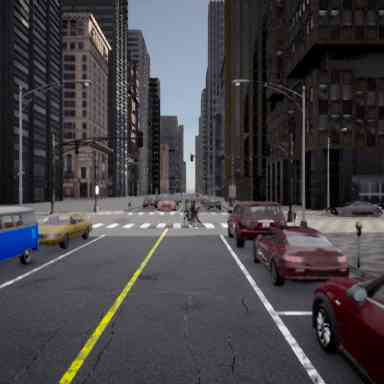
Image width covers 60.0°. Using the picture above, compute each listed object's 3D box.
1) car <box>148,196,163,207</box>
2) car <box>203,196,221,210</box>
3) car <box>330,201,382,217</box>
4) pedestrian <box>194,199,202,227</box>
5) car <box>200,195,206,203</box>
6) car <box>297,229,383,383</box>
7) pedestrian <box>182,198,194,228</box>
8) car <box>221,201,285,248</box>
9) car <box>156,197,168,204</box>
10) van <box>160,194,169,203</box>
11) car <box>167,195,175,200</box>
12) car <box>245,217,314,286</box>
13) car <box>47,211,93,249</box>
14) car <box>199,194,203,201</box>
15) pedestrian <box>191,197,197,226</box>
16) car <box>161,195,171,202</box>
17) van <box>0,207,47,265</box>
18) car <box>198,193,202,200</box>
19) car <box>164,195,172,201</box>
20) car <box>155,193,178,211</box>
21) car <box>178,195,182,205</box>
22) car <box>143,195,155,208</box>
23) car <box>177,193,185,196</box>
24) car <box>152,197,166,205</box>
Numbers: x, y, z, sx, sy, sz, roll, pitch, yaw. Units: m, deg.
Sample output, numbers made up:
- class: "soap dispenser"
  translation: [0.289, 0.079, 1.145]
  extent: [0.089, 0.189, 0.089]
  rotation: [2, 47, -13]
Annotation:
- class: "car"
  translation: [-5.771, 1.434, 53.029]
  extent: [1.967, 1.590, 4.097]
  rotation: [0, 0, 0]
- class: "car"
  translation: [2.756, 1.544, 41.757]
  extent: [2.008, 1.369, 4.403]
  rotation: [0, 0, 0]
- class: "car"
  translation: [14.732, 1.517, 29.944]
  extent: [4.181, 1.385, 1.994]
  rotation: [0, 0, 0]
- class: "pedestrian"
  translation: [0.290, 1.289, 21.028]
  extent: [0.375, 1.860, 0.375]
  rotation: [0, 0, 0]
- class: "car"
  translation: [2.755, 1.545, 53.038]
  extent: [2.008, 1.369, 4.403]
  rotation: [0, 0, 0]
- class: "car"
  translation: [2.760, 1.439, 3.428]
  extent: [1.967, 1.590, 4.097]
  rotation: [0, 0, 0]
- class: "pedestrian"
  translation: [-0.248, 1.289, 20.429]
  extent: [0.375, 1.860, 0.375]
  rotation: [0, 0, 0]
- class: "car"
  translation: [2.758, 1.311, 14.783]
  extent: [2.192, 1.841, 5.009]
  rotation: [0, 0, 0]
- class: "car"
  translation: [-5.771, 1.578, 64.309]
  extent: [1.802, 1.307, 4.206]
  rotation: [0, 0, 0]
- class: "van"
  translation: [-5.773, 1.338, 69.950]
  extent: [1.690, 1.788, 3.998]
  rotation: [0, 0, 0]
- class: "car"
  translation: [-5.774, 1.575, 92.513]
  extent: [1.947, 1.339, 4.313]
  rotation: [0, 0, 0]
- class: "car"
  translation: [2.759, 1.579, 9.106]
  extent: [1.802, 1.307, 4.206]
  rotation: [0, 0, 0]
- class: "car"
  translation: [-5.766, 1.521, 14.603]
  extent: [1.752, 1.417, 4.829]
  rotation: [0, 0, 0]
- class: "car"
  translation: [2.754, 1.540, 58.679]
  extent: [1.887, 1.381, 4.507]
  rotation: [0, 0, 0]
- class: "pedestrian"
  translation: [0.118, 1.289, 21.652]
  extent: [0.375, 1.860, 0.375]
  rotation: [0, 0, 0]
- class: "car"
  translation: [-5.773, 1.440, 75.591]
  extent: [1.967, 1.590, 4.097]
  rotation: [0, 0, 0]
- class: "van"
  translation: [-5.766, 1.339, 9.095]
  extent: [1.690, 1.788, 3.998]
  rotation: [0, 0, 0]
- class: "car"
  translation: [2.753, 1.437, 69.960]
  extent: [1.967, 1.590, 4.097]
  rotation: [0, 0, 0]
- class: "car"
  translation: [-5.773, 1.527, 81.062]
  extent: [1.752, 1.417, 4.829]
  rotation: [0, 0, 0]
- class: "car"
  translation: [-3.046, 1.346, 40.709]
  extent: [2.097, 1.767, 4.553]
  rotation: [0, 0, -2]
- class: "car"
  translation: [-3.091, 1.595, 54.092]
  extent: [1.895, 1.301, 4.718]
  rotation: [0, 0, 0]
- class: "car"
  translation: [-5.770, 1.309, 47.387]
  extent: [2.192, 1.841, 5.009]
  rotation: [0, 0, 0]
- class: "car"
  translation: [-3.007, 1.545, 69.356]
  extent: [2.033, 1.411, 5.357]
  rotation: [0, 0, 0]
- class: "car"
  translation: [-5.771, 1.561, 58.670]
  extent: [1.947, 1.339, 4.313]
  rotation: [0, 0, 0]
